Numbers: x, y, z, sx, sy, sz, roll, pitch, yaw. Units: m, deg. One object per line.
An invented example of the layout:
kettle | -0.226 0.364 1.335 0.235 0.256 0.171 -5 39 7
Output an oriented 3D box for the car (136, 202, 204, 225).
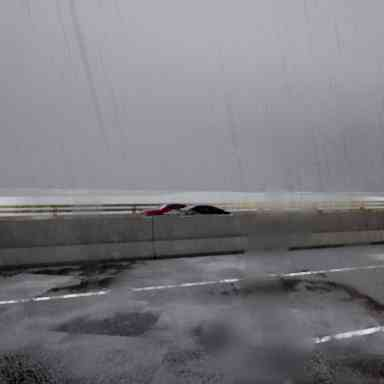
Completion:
car | -1.600 1.508 24.288 4.674 1.442 1.812 0 0 -19

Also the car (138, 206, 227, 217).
car | -0.857 1.588 17.139 4.718 1.301 1.895 0 0 -19

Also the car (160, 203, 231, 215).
car | 0.259 1.510 21.229 4.674 1.442 1.812 0 0 -19
